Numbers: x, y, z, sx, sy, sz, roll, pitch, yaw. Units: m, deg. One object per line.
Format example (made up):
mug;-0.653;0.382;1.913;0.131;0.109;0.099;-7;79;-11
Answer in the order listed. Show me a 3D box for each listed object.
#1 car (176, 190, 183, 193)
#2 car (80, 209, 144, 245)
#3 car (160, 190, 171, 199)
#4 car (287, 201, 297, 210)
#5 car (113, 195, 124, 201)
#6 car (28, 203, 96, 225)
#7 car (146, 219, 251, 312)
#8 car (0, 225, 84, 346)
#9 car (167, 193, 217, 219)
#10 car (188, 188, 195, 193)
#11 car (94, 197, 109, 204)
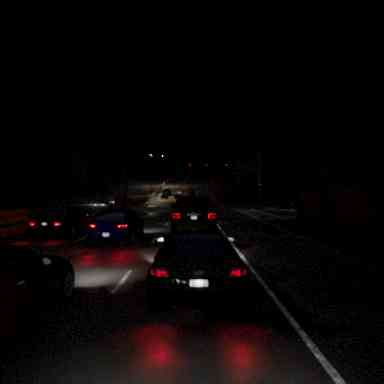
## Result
car;-3.670;1.042;87.306;1.812;1.442;4.674;0;3;0
car;-3.412;1.521;15.492;1.812;1.442;4.674;0;0;0
car;-7.170;1.042;87.284;1.812;1.442;4.674;0;3;0
car;14.814;1.463;42.980;5.008;1.535;1.882;0;0;0
car;-17.625;1.430;80.131;1.895;1.301;4.718;0;1;0
car;-6.903;1.542;17.943;2.033;1.411;5.357;0;0;-1
car;0.100;1.561;7.806;1.994;1.385;4.181;0;0;-1
car;-3.407;1.524;5.220;1.812;1.442;4.674;0;0;0
car;0.087;1.216;17.211;2.150;2.045;5.566;0;0;0
car;-0.168;0.766;86.925;2.150;2.045;5.566;0;3;0
car;-17.558;1.580;64.715;1.895;1.301;4.718;0;0;0
